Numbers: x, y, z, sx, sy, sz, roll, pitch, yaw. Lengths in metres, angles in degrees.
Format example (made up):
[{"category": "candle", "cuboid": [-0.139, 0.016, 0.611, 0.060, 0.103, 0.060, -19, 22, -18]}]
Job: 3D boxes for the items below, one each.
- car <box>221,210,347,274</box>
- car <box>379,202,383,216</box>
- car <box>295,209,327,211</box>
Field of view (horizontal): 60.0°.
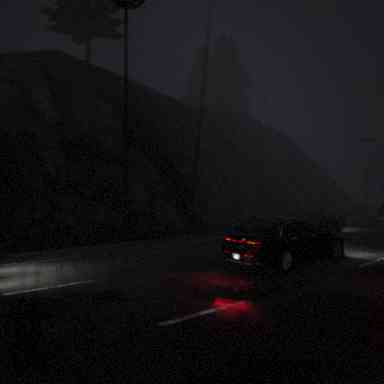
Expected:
[{"category": "car", "cuboid": [3.103, 1.556, 10.823, 4.892, 1.490, 1.837, 0, 0, -39]}, {"category": "car", "cuboid": [20.346, 1.689, 33.894, 1.837, 1.490, 4.892, 0, 0, 38]}, {"category": "car", "cuboid": [6.773, 1.639, 18.701, 5.357, 1.411, 2.033, 0, 0, -44]}]
